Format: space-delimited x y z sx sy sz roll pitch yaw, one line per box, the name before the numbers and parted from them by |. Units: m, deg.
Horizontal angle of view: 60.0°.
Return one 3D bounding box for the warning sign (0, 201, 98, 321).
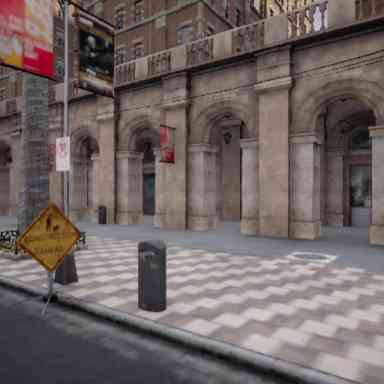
warning sign | -2.586 1.112 6.083 1.060 1.860 1.300 0 0 36
